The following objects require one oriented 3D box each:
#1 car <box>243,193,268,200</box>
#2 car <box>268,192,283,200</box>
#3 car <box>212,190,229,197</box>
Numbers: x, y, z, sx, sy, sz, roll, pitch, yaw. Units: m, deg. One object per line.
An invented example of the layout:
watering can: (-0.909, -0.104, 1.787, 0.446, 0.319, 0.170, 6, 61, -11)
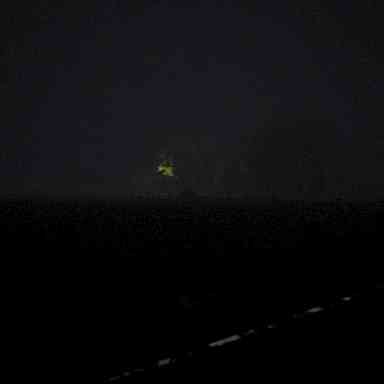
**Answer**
car: (11.313, 0.817, 61.500, 1.994, 1.385, 4.181, 0, 1, -33)
car: (14.635, 0.765, 61.529, 2.128, 1.511, 4.902, 0, 1, -33)
car: (6.317, 0.359, 74.259, 1.837, 1.490, 4.892, 0, 1, -33)
